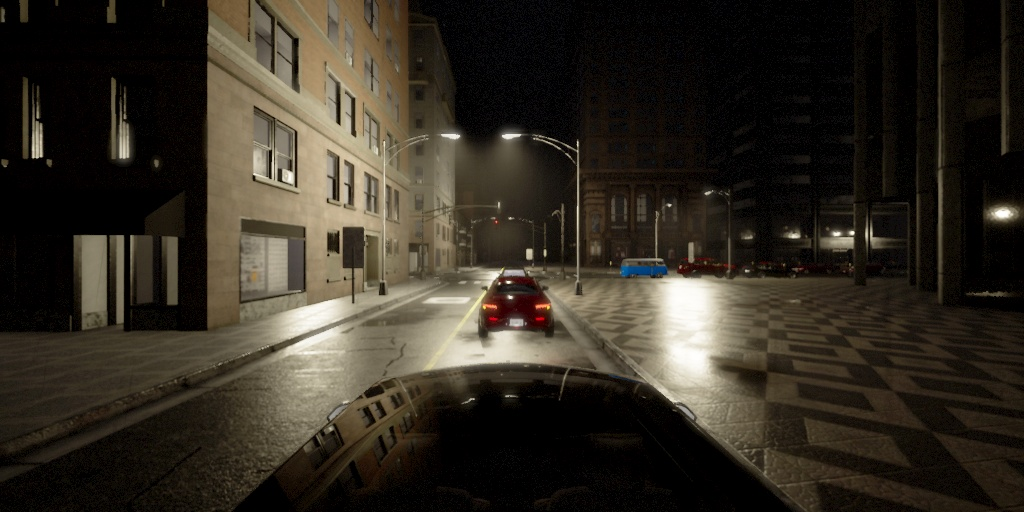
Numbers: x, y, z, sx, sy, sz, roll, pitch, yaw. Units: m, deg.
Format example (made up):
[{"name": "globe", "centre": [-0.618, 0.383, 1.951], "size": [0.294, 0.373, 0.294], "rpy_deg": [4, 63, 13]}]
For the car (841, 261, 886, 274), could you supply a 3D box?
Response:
[{"name": "car", "centre": [39.847, 1.257, 40.855], "size": [4.097, 1.591, 1.967], "rpy_deg": [0, 0, -1]}]

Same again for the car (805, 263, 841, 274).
[{"name": "car", "centre": [34.208, 1.402, 40.773], "size": [4.207, 1.307, 1.802], "rpy_deg": [0, 0, -1]}]

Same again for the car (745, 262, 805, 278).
[{"name": "car", "centre": [23.029, 1.381, 32.084], "size": [4.313, 1.339, 1.948], "rpy_deg": [0, 0, -1]}]

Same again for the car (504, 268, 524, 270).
[{"name": "car", "centre": [0.113, 1.336, 19.982], "size": [1.994, 1.385, 4.181], "rpy_deg": [0, 0, 0]}]

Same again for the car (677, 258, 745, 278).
[{"name": "car", "centre": [17.389, 1.133, 32.002], "size": [5.009, 1.841, 2.192], "rpy_deg": [0, 0, -1]}]

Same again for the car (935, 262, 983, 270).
[{"name": "car", "centre": [39.946, 1.246, 32.330], "size": [4.097, 1.591, 1.967], "rpy_deg": [0, 0, -1]}]

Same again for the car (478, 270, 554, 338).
[{"name": "car", "centre": [0.097, 1.286, 10.109], "size": [1.812, 1.442, 4.674], "rpy_deg": [0, 0, 0]}]

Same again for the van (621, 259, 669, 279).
[{"name": "van", "centre": [11.748, 1.160, 31.920], "size": [3.998, 1.789, 1.690], "rpy_deg": [0, 0, -1]}]
